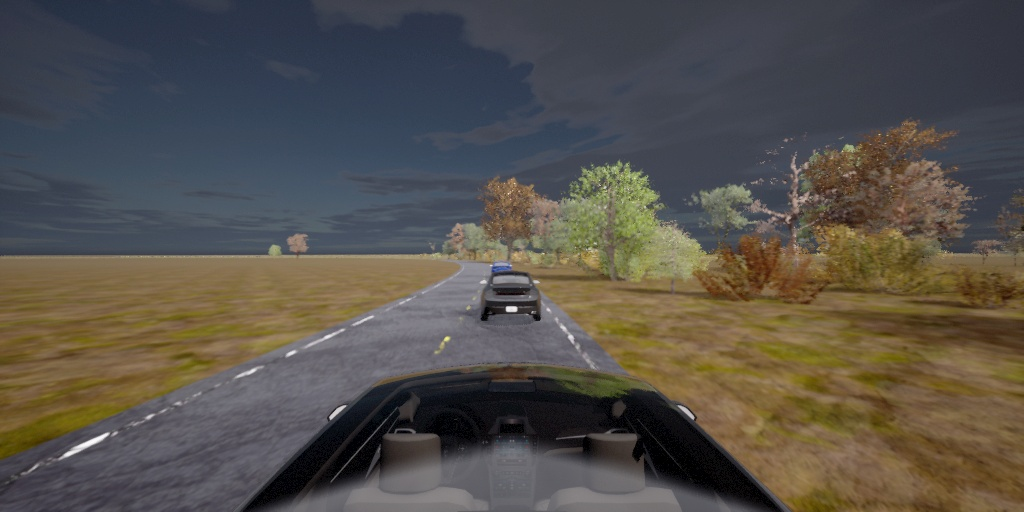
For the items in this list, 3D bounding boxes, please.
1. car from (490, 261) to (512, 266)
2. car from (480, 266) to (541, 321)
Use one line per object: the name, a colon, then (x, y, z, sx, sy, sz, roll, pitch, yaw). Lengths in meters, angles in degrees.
car: (-1.019, 1.236, 33.763, 1.882, 1.535, 5.008, 0, 0, -4)
car: (-0.064, 1.257, 12.552, 1.837, 1.490, 4.892, 0, 0, -1)
